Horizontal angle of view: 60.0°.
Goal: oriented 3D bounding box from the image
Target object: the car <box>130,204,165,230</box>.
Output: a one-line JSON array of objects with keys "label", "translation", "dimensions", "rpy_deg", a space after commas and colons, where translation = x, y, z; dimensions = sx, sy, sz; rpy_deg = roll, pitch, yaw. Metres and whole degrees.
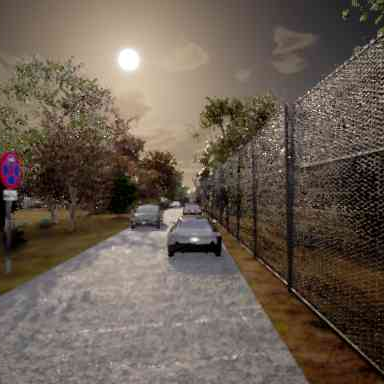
[{"label": "car", "translation": [-2.889, 1.623, 22.267], "dimensions": [1.837, 1.490, 4.892], "rpy_deg": [0, -1, 0]}]

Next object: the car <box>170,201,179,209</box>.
[{"label": "car", "translation": [-3.072, 2.544, 64.268], "dimensions": [1.812, 1.442, 4.674], "rpy_deg": [0, -2, 0]}]

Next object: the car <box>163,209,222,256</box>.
[{"label": "car", "translation": [0.085, 1.605, 13.363], "dimensions": [1.994, 1.385, 4.181], "rpy_deg": [0, 0, 0]}]

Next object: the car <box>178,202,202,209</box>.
[{"label": "car", "translation": [0.024, 1.794, 31.881], "dimensions": [2.033, 1.411, 5.357], "rpy_deg": [0, -1, 0]}]
